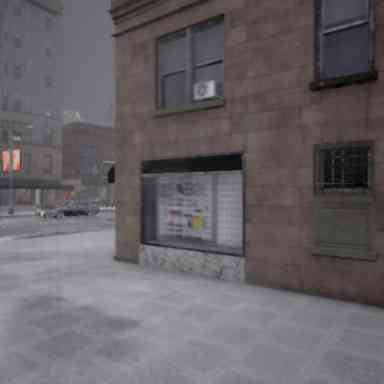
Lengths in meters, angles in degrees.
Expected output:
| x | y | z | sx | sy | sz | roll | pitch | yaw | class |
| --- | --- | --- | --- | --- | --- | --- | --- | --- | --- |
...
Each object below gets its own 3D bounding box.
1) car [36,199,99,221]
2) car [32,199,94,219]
| x | y | z | sx | sy | sz | roll | pitch | yaw | class |
| --- | --- | --- | --- | --- | --- | --- | --- | --- | --- |
| -9.856 | 1.447 | 26.967 | 2.128 | 1.511 | 4.902 | 0 | 0 | 35 | car |
| -11.577 | 1.438 | 30.151 | 2.128 | 1.511 | 4.902 | 0 | 0 | 35 | car |
